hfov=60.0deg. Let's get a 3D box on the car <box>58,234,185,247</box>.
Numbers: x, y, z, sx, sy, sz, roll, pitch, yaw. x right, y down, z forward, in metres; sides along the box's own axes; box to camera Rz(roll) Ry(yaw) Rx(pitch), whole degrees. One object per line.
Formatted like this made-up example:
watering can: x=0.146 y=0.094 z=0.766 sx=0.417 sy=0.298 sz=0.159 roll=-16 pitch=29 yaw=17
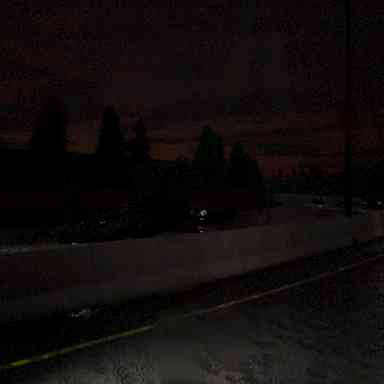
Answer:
car: x=-2.006 y=1.495 z=11.532 sx=5.008 sy=1.535 sz=1.882 roll=0 pitch=0 yaw=-39
